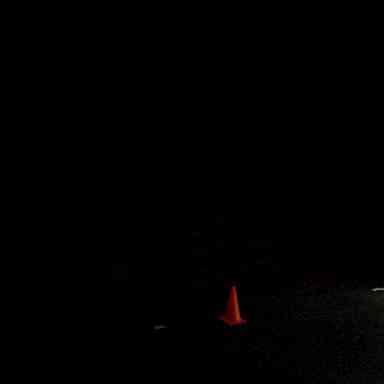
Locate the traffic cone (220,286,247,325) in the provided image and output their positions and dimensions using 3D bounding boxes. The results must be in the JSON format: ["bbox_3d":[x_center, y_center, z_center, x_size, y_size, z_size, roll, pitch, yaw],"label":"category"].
[{"bbox_3d":[0.708,1.907,5.713,0.340,0.580,0.340,0,1,-27],"label":"traffic cone"}]
